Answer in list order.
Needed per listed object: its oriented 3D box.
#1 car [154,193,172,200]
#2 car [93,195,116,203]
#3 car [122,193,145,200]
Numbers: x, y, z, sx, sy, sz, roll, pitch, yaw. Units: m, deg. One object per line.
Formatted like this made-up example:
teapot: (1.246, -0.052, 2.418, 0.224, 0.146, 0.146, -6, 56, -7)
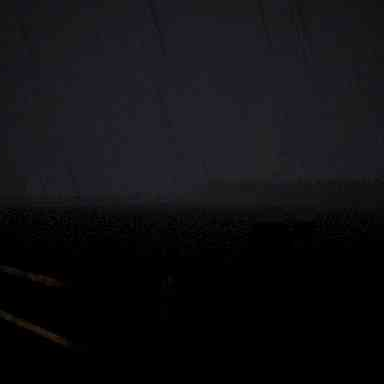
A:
car: (-6.335, 1.006, 71.763, 1.812, 1.442, 4.674, 0, 0, 35)
car: (-15.306, 1.262, 58.717, 1.812, 1.442, 4.674, 0, 0, 35)
car: (-11.907, 0.851, 68.516, 2.033, 1.411, 5.357, 0, 0, 35)
